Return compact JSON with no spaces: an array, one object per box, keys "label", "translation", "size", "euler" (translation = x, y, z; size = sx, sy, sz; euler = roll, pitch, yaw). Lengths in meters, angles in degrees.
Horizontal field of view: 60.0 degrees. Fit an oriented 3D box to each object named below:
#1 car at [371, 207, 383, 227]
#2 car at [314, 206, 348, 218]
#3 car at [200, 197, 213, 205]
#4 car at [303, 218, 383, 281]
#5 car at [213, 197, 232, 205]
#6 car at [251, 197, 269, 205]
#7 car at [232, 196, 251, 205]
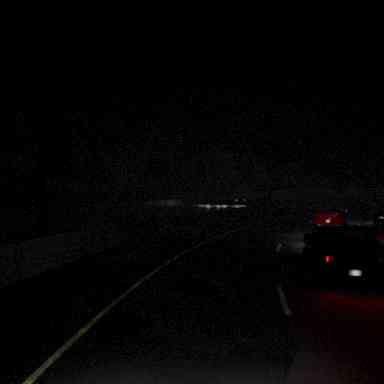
[{"label":"car","translation":[12.495,1.693,21.018],"size":[2.128,1.511,4.902],"euler":[0,0,28]},{"label":"car","translation":[9.857,1.697,23.522],"size":[1.882,1.535,5.008],"euler":[0,0,28]},{"label":"car","translation":[3.212,1.661,64.120],"size":[1.837,1.490,4.892],"euler":[0,1,28]},{"label":"car","translation":[4.534,1.708,10.268],"size":[1.895,1.301,4.718],"euler":[0,-1,14]},{"label":"car","translation":[6.385,1.687,62.628],"size":[2.033,1.411,5.357],"euler":[0,1,28]},{"label":"car","translation":[12.678,1.609,59.600],"size":[1.837,1.490,4.892],"euler":[0,1,28]},{"label":"car","translation":[9.590,1.472,61.245],"size":[2.097,1.767,4.553],"euler":[0,1,28]}]
